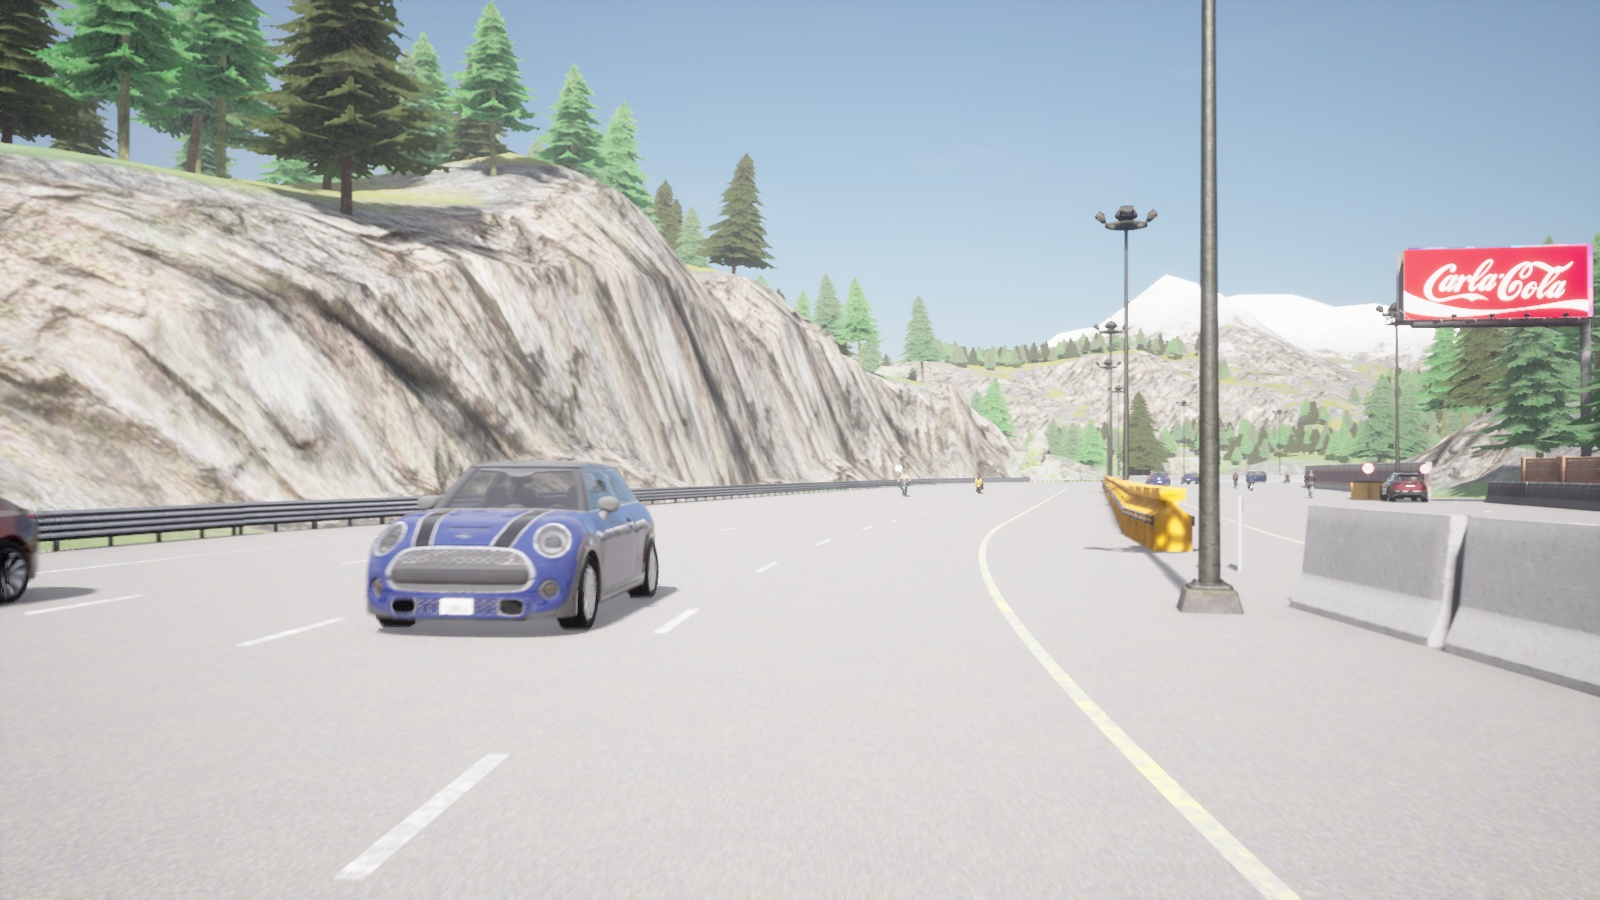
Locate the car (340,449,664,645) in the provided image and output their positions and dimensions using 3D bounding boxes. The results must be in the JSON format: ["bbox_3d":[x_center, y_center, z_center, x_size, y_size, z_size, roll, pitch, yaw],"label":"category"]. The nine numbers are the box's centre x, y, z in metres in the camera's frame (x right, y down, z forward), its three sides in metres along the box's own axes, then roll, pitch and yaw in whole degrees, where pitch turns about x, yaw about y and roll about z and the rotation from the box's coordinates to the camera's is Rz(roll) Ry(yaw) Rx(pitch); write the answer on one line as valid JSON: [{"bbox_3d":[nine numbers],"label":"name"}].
[{"bbox_3d":[-2.959,0.913,13.652,2.097,1.767,4.553,0,-1,5],"label":"car"}]

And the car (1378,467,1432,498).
[{"bbox_3d":[33.803,1.792,70.298,2.033,1.649,4.856,-1,-1,18],"label":"car"}]

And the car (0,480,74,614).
[{"bbox_3d":[-10.048,1.069,12.893,2.163,1.488,4.792,0,-1,4],"label":"car"}]
